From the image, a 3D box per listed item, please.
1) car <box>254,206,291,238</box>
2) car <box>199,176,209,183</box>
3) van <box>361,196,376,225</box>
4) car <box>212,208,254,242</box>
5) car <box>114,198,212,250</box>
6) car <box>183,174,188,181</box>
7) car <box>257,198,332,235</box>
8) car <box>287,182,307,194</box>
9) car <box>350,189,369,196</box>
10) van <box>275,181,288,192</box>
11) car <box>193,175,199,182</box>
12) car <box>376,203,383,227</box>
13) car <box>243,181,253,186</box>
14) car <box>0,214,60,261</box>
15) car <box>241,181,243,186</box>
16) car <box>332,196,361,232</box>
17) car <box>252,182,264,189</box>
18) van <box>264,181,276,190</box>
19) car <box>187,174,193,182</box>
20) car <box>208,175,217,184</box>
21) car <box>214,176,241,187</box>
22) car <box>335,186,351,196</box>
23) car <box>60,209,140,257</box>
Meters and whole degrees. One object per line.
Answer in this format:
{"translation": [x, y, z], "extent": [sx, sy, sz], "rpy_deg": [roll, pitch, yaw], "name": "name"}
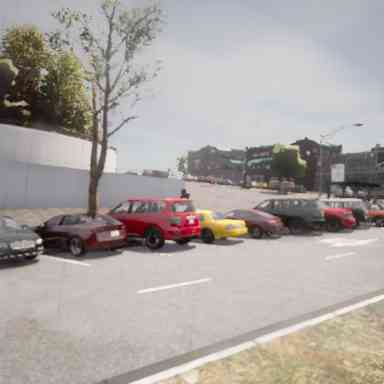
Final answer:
{"translation": [2.696, 1.662, 18.410], "extent": [4.674, 1.452, 2.002], "rpy_deg": [-1, -1, 35], "name": "car"}
{"translation": [5.044, -3.220, 85.786], "extent": [2.435, 2.045, 5.566], "rpy_deg": [7, 3, 34], "name": "car"}
{"translation": [10.179, 1.492, 23.541], "extent": [4.442, 1.987, 1.878], "rpy_deg": [-1, -2, 35], "name": "van"}
{"translation": [0.090, 1.589, 16.784], "extent": [5.366, 1.575, 1.946], "rpy_deg": [-1, -1, 35], "name": "car"}
{"translation": [-2.229, 1.308, 14.959], "extent": [5.566, 2.045, 2.435], "rpy_deg": [-1, -1, 35], "name": "car"}
{"translation": [-0.244, -3.884, 93.075], "extent": [2.435, 2.045, 5.566], "rpy_deg": [1, -2, 34], "name": "car"}
{"translation": [5.127, 1.403, 20.168], "extent": [5.566, 2.045, 2.435], "rpy_deg": [-1, -1, 35], "name": "car"}
{"translation": [20.609, -0.514, 63.649], "extent": [2.231, 1.521, 4.892], "rpy_deg": [7, 3, 35], "name": "car"}
{"translation": [27.498, 0.615, 53.782], "extent": [2.002, 1.452, 4.674], "rpy_deg": [7, 3, 35], "name": "car"}
{"translation": [18.853, -1.013, 66.014], "extent": [1.878, 1.987, 4.442], "rpy_deg": [8, 3, 35], "name": "van"}
{"translation": [3.252, -3.372, 88.254], "extent": [2.185, 1.767, 4.553], "rpy_deg": [6, 2, 34], "name": "car"}
{"translation": [12.588, 1.625, 25.289], "extent": [4.553, 1.767, 2.185], "rpy_deg": [-1, -1, 35], "name": "car"}
{"translation": [13.726, -1.564, 73.542], "extent": [2.002, 1.452, 4.674], "rpy_deg": [7, 3, 35], "name": "car"}
{"translation": [-7.096, 1.499, 11.468], "extent": [4.892, 1.521, 2.231], "rpy_deg": [-1, -1, 35], "name": "car"}
{"translation": [11.986, -1.838, 76.007], "extent": [2.002, 1.452, 4.674], "rpy_deg": [7, 3, 35], "name": "car"}
{"translation": [7.640, 1.435, 21.872], "extent": [5.566, 2.045, 2.435], "rpy_deg": [-1, -2, 35], "name": "car"}
{"translation": [15.554, -1.331, 71.220], "extent": [1.946, 1.575, 5.366], "rpy_deg": [7, 3, 35], "name": "car"}
{"translation": [17.127, -1.286, 68.488], "extent": [1.878, 1.987, 4.442], "rpy_deg": [8, 3, 35], "name": "van"}
{"translation": [1.524, -3.606, 90.725], "extent": [2.185, 1.767, 4.553], "rpy_deg": [4, 0, 34], "name": "car"}
{"translation": [6.890, -2.695, 83.523], "extent": [1.946, 1.575, 5.366], "rpy_deg": [7, 3, 34], "name": "car"}
{"translation": [7.117, -1.808, 67.317], "extent": [1.812, 1.442, 4.674], "rpy_deg": [3, 4, -35], "name": "car"}
{"translation": [25.812, 0.053, 56.258], "extent": [2.435, 2.045, 5.566], "rpy_deg": [7, 3, 35], "name": "car"}
{"translation": [-4.676, 1.557, 13.213], "extent": [4.792, 1.488, 2.163], "rpy_deg": [-1, -1, 35], "name": "car"}
